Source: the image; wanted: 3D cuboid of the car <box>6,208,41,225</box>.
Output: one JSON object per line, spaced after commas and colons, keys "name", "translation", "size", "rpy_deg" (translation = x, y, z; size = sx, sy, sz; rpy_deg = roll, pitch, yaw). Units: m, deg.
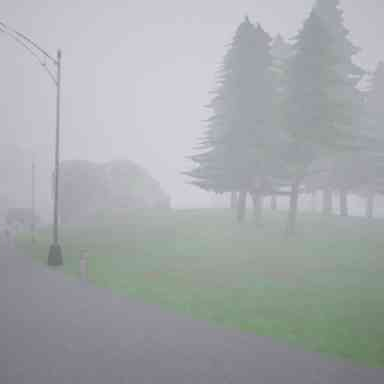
{"name": "car", "translation": [-21.149, 3.104, 41.915], "size": [2.150, 2.045, 5.566], "rpy_deg": [2, -4, 0]}
